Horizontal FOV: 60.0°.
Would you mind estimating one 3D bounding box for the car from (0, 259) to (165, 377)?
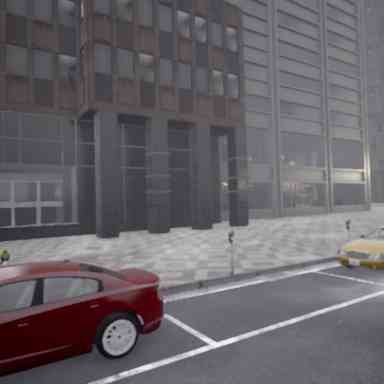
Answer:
[{"bbox_3d":[-2.586,1.757,4.819,4.507,1.381,1.887,-1,-2,-32],"label":"car"}]

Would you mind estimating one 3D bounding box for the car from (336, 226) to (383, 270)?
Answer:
[{"bbox_3d":[6.593,1.629,10.660,4.829,1.417,1.752,-1,-2,-32],"label":"car"}]
